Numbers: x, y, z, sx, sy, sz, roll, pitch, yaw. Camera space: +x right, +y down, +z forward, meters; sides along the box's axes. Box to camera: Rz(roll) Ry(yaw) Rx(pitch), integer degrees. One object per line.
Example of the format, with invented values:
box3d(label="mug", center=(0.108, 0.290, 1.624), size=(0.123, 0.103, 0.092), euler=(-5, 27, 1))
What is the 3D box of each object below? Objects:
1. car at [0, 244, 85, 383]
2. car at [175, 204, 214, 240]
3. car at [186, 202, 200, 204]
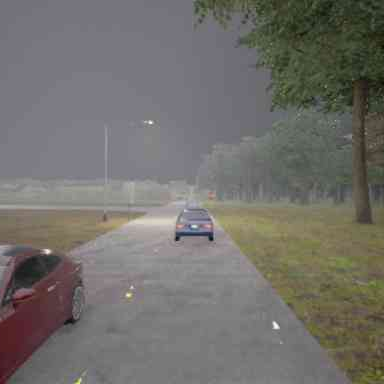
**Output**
box3d(label="car", center=(-2.837, 1.519, 4.389), size=(1.812, 1.442, 4.674), euler=(0, 0, 0))
box3d(label="car", center=(0.099, 1.541, 16.840), size=(2.033, 1.411, 5.357), euler=(0, 0, 0))
box3d(label="car", center=(0.083, 1.589, 30.734), size=(1.994, 1.385, 4.181), euler=(0, 0, 0))
